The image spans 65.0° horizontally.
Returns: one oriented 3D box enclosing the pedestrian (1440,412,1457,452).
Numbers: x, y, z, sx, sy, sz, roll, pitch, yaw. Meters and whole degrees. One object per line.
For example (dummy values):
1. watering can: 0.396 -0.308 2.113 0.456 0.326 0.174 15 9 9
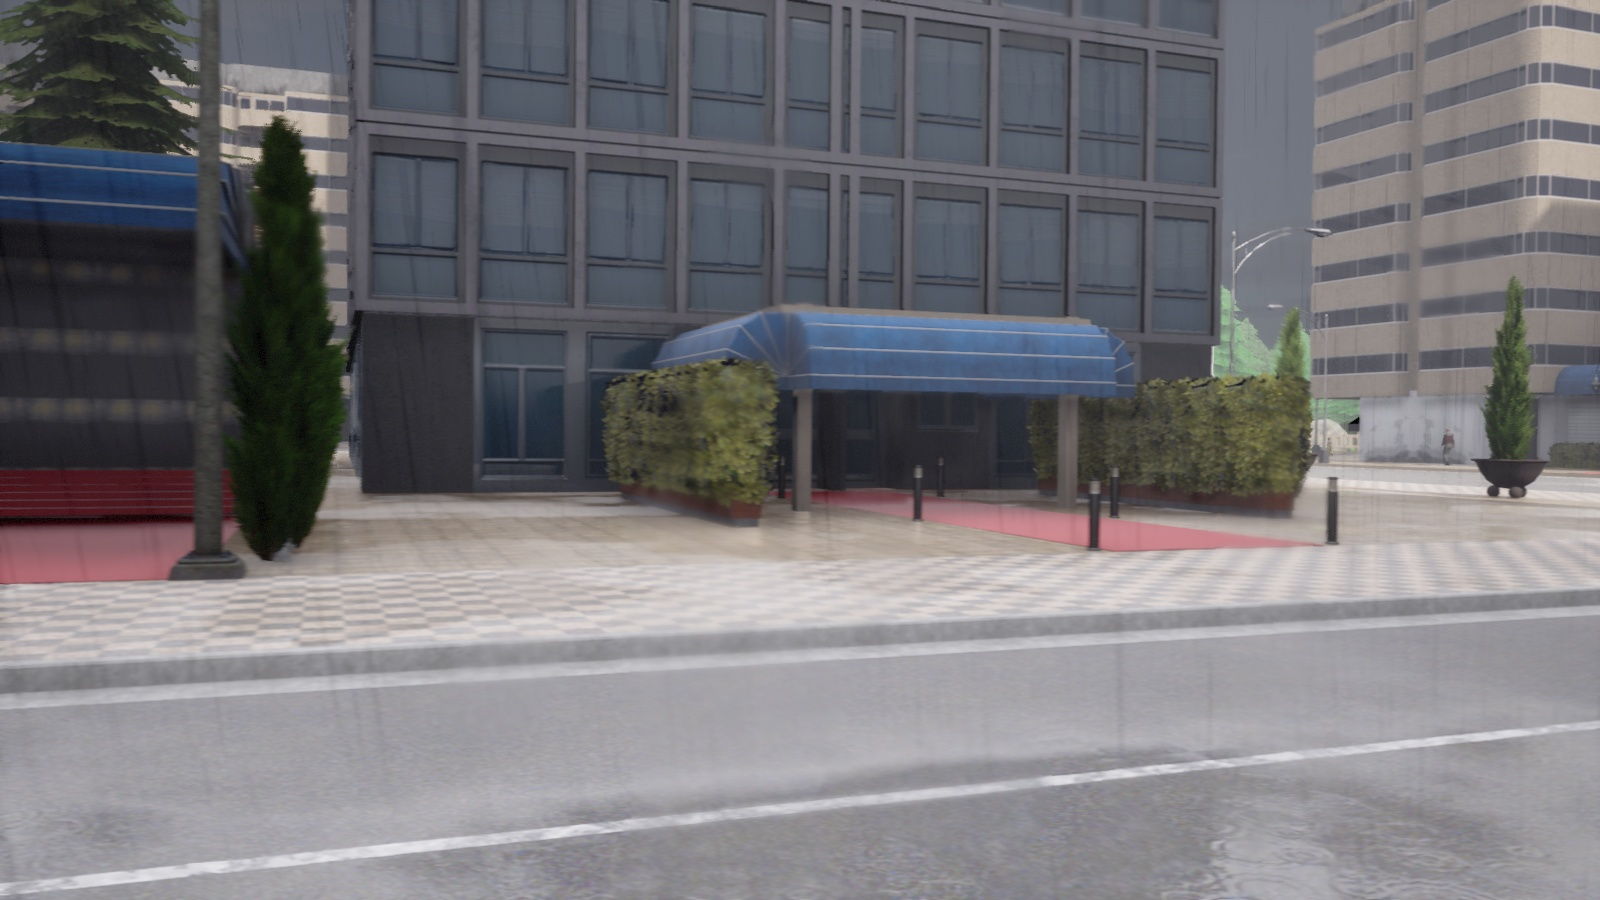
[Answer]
1. pedestrian: 30.590 -0.838 59.220 0.376 1.854 0.720 -1 1 -4
